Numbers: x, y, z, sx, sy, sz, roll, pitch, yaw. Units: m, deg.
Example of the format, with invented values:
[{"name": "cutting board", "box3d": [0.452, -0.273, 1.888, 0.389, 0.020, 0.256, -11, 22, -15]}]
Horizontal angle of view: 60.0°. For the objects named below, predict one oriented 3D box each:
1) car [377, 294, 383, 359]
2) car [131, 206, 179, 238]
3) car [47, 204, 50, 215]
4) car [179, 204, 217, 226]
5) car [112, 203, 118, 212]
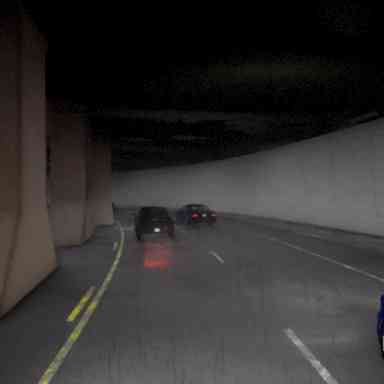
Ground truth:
[{"name": "car", "box3d": [3.380, 1.460, 2.309, 1.882, 1.535, 5.008, 0, 0, -2]}, {"name": "car", "box3d": [-2.119, 1.513, 17.770, 1.837, 1.490, 4.892, 0, 0, -12]}, {"name": "car", "box3d": [-13.861, 1.546, 29.947, 1.882, 1.535, 5.008, 0, 0, -31]}, {"name": "car", "box3d": [0.108, 1.543, 23.594, 2.033, 1.411, 5.357, 0, 0, -16]}, {"name": "car", "box3d": [-10.254, 1.596, 37.668, 2.033, 1.411, 5.357, 0, 0, -36]}]
